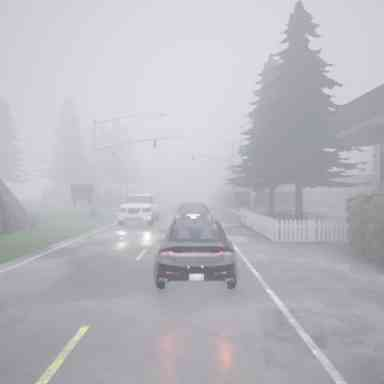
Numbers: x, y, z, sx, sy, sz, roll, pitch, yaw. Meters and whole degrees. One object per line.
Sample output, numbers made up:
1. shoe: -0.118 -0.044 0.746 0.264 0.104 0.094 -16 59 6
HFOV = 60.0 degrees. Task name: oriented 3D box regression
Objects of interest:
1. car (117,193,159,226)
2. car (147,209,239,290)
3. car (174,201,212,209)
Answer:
1. car: -3.543 1.117 22.886 2.150 2.045 5.566 0 0 0
2. car: 0.084 1.456 8.993 2.128 1.511 4.902 0 0 0
3. car: 0.067 1.277 18.688 2.097 1.767 4.553 0 0 0
